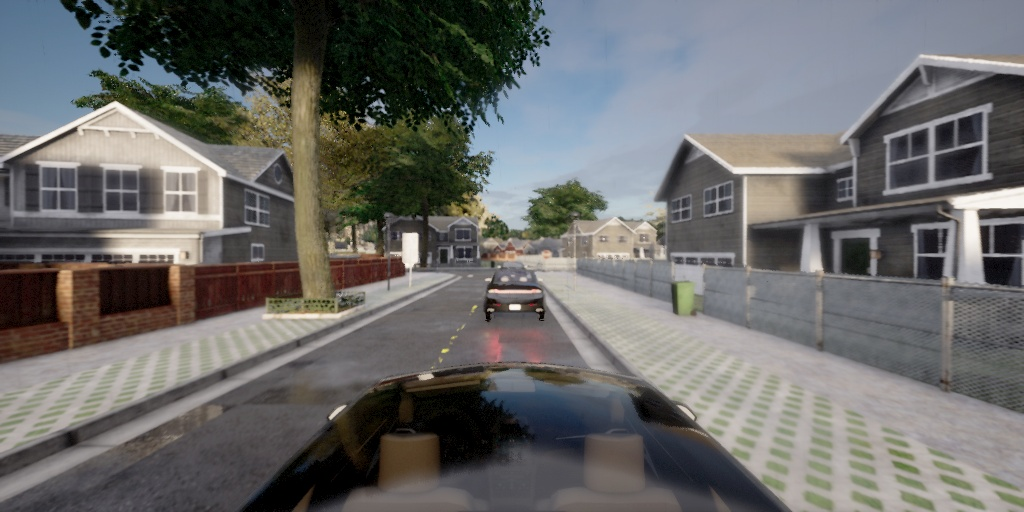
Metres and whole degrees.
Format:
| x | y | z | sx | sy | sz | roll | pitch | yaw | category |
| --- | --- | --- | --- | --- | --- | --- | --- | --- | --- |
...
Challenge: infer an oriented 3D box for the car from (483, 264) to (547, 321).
| x | y | z | sx | sy | sz | roll | pitch | yaw | category |
| --- | --- | --- | --- | --- | --- | --- | --- | --- | --- |
| 0.082 | 1.177 | 12.187 | 2.128 | 1.511 | 4.902 | 0 | 0 | 0 | car |

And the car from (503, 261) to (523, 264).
| x | y | z | sx | sy | sz | roll | pitch | yaw | category |
| --- | --- | --- | --- | --- | --- | --- | --- | --- | --- |
| 0.063 | 1.091 | 24.378 | 1.882 | 1.535 | 5.008 | 0 | 0 | 0 | car |
